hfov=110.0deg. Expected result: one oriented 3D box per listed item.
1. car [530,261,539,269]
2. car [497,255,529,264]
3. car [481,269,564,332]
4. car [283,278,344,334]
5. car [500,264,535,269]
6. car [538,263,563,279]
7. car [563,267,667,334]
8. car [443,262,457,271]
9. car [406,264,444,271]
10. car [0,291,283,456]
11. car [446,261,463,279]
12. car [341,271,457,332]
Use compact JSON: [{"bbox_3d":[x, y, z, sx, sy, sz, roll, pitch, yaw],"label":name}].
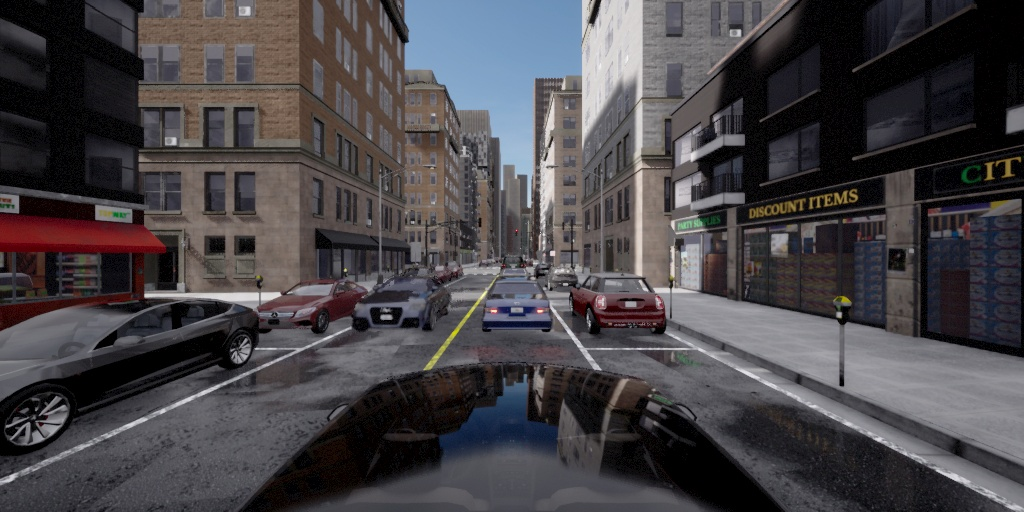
[{"bbox_3d":[2.932,1.319,32.592,1.948,1.339,4.313,0,0,0],"label":"car"},{"bbox_3d":[0.081,0.975,31.340,2.150,2.045,5.566,0,0,-1],"label":"car"},{"bbox_3d":[0.122,1.297,10.802,2.033,1.411,5.357,0,0,0],"label":"car"},{"bbox_3d":[-5.650,1.332,10.609,1.802,1.307,4.207,0,0,0],"label":"car"},{"bbox_3d":[0.146,1.352,21.308,1.895,1.301,4.718,0,0,0],"label":"car"},{"bbox_3d":[2.904,1.301,21.590,2.007,1.370,4.403,0,0,0],"label":"car"},{"bbox_3d":[2.876,1.190,10.587,1.967,1.591,4.097,0,0,0],"label":"car"},{"bbox_3d":[-5.608,1.334,27.113,1.802,1.307,4.207,0,0,0],"label":"car"},{"bbox_3d":[-5.622,1.317,21.611,1.948,1.339,4.313,0,0,0],"label":"car"},{"bbox_3d":[-5.664,1.316,5.108,1.948,1.339,4.313,0,0,0],"label":"car"},{"bbox_3d":[-5.593,1.193,32.614,1.967,1.591,4.097,0,0,0],"label":"car"},{"bbox_3d":[-3.080,1.314,10.779,1.994,1.385,4.181,0,0,0],"label":"car"}]
